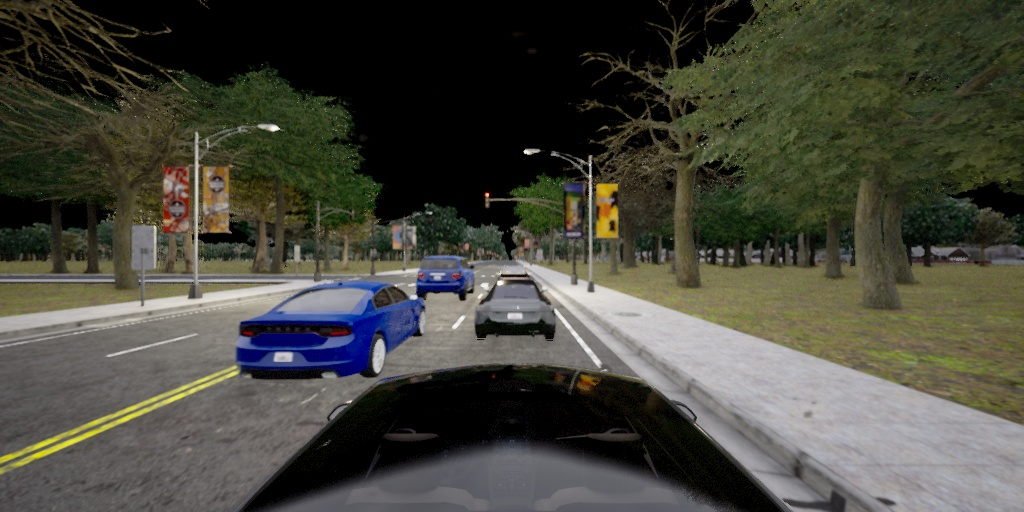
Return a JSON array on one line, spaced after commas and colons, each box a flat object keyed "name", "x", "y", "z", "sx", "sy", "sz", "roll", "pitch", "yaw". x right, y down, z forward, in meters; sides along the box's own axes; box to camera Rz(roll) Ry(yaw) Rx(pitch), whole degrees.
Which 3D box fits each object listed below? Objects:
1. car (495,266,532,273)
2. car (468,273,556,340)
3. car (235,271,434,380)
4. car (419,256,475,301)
[{"name": "car", "x": 0.097, "y": 1.298, "z": 19.626, "sx": 2.128, "sy": 1.511, "sz": 4.902, "roll": 0, "pitch": 0, "yaw": 0}, {"name": "car", "x": 0.095, "y": 1.340, "z": 10.124, "sx": 1.994, "sy": 1.385, "sz": 4.181, "roll": 0, "pitch": 0, "yaw": 1}, {"name": "car", "x": -3.149, "y": 1.245, "z": 7.398, "sx": 1.882, "sy": 1.535, "sz": 5.008, "roll": 0, "pitch": 0, "yaw": 0}, {"name": "car", "x": -3.153, "y": 1.023, "z": 17.885, "sx": 2.150, "sy": 2.045, "sz": 5.566, "roll": 0, "pitch": 0, "yaw": 0}]
